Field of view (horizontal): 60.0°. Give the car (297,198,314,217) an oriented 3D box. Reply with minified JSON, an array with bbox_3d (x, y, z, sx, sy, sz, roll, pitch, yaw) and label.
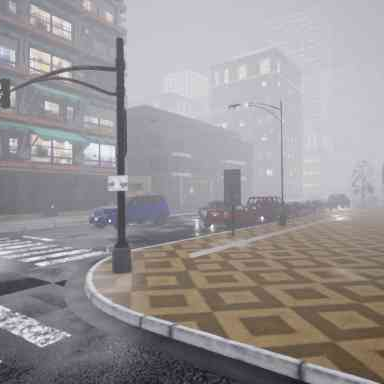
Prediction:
[{"bbox_3d":[9.120,1.470,29.760,1.802,1.307,4.206,-1,0,36],"label":"car"}]

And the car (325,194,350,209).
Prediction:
[{"bbox_3d":[19.074,1.167,43.267,2.192,1.841,5.009,-1,0,36],"label":"car"}]

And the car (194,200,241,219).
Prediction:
[{"bbox_3d":[2.367,1.469,29.722,1.837,1.490,4.892,-1,0,37],"label":"car"}]

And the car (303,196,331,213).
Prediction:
[{"bbox_3d":[12.438,1.421,34.262,1.887,1.381,4.507,-1,0,36],"label":"car"}]

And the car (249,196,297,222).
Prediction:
[{"bbox_3d":[5.798,1.215,25.259,2.192,1.841,5.009,-1,0,36],"label":"car"}]

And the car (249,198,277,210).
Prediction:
[{"bbox_3d":[9.314,1.488,43.303,1.752,1.417,4.829,-1,0,36],"label":"car"}]

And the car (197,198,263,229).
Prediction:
[{"bbox_3d":[2.481,1.352,20.757,1.967,1.590,4.097,-1,0,36],"label":"car"}]

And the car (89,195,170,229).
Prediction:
[{"bbox_3d":[-3.812,1.208,21.311,2.150,2.045,5.566,-1,0,38],"label":"car"}]

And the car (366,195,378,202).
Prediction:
[{"bbox_3d":[35.670,1.333,65.775,1.887,1.381,4.507,-1,0,36],"label":"car"}]

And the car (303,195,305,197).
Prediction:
[{"bbox_3d":[22.589,1.438,61.311,1.752,1.417,4.829,-1,0,36],"label":"car"}]

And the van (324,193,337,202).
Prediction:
[{"bbox_3d":[29.326,1.228,70.452,1.690,1.788,3.998,-1,0,36],"label":"van"}]

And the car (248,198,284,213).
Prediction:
[{"bbox_3d":[8.593,1.489,38.156,2.033,1.411,5.357,-1,0,37],"label":"car"}]

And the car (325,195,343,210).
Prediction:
[{"bbox_3d":[15.757,1.415,38.764,2.008,1.369,4.403,-1,0,36],"label":"car"}]
